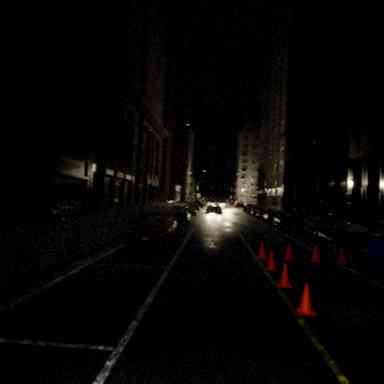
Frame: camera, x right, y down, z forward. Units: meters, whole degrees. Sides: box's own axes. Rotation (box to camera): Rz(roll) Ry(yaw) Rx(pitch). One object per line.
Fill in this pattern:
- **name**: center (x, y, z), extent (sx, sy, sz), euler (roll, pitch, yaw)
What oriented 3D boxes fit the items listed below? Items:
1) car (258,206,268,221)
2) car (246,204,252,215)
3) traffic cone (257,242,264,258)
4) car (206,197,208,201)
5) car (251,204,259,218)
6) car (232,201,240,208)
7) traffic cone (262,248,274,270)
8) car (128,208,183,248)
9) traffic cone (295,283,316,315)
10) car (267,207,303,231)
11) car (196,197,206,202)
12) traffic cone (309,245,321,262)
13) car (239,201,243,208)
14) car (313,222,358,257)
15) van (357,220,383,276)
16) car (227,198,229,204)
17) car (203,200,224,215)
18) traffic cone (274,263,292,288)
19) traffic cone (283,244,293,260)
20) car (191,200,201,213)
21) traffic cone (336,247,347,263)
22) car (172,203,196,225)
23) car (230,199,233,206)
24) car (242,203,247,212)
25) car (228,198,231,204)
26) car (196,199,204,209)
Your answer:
- **car**: center (7.829, 2.267, 31.750), extent (1.887, 1.381, 4.507), euler (3, -1, 4)
- **car**: center (8.523, 2.420, 42.977), extent (1.887, 1.381, 4.507), euler (3, -1, 4)
- **traffic cone**: center (2.684, 2.228, 12.741), extent (0.340, 0.580, 0.340), euler (3, -1, 4)
- **car**: center (2.100, 2.494, 77.181), extent (1.947, 1.339, 4.313), euler (3, -1, 4)
- **car**: center (8.176, 2.344, 37.363), extent (1.887, 1.381, 4.507), euler (3, -1, 4)
- **car**: center (10.256, 2.788, 71.045), extent (1.887, 1.381, 4.507), euler (3, -1, 4)
- **traffic cone**: center (2.561, 2.199, 10.745), extent (0.340, 0.580, 0.340), euler (3, -1, 4)
- **car**: center (-1.710, 1.644, 15.435), extent (1.887, 1.381, 4.507), euler (3, -1, 4)
- **traffic cone**: center (2.314, 2.142, 6.753), extent (0.340, 0.580, 0.340), euler (3, -1, 4)
- **car**: center (7.483, 2.195, 26.137), extent (2.008, 1.369, 4.403), euler (3, -1, 4)
- **car**: center (1.068, 2.150, 60.342), extent (1.967, 1.590, 4.097), euler (3, -1, 4)
- **traffic cone**: center (4.678, 2.319, 12.617), extent (0.340, 0.580, 0.340), euler (3, -1, 4)
- **car**: center (9.214, 2.590, 54.205), extent (1.947, 1.339, 4.313), euler (3, -1, 4)
- **car**: center (6.790, 2.037, 14.910), extent (2.008, 1.369, 4.403), euler (3, -1, 4)
- **van**: center (6.455, 1.748, 9.299), extent (1.690, 1.788, 3.998), euler (3, -1, 4)
- **car**: center (11.642, 3.082, 93.499), extent (2.008, 1.369, 4.403), euler (3, -1, 4)
- **car**: center (2.785, 2.164, 42.087), extent (1.994, 1.385, 4.181), euler (3, -1, 4)
- **traffic cone**: center (2.437, 2.171, 8.749), extent (0.340, 0.580, 0.340), euler (3, -1, 4)
- **traffic cone**: center (3.681, 2.273, 12.679), extent (0.340, 0.580, 0.340), euler (3, -1, 4)
- **car**: center (-0.334, 1.935, 37.718), extent (1.752, 1.417, 4.829), euler (3, -1, 4)
- **traffic cone**: center (5.675, 2.364, 12.555), extent (0.340, 0.580, 0.340), euler (3, -1, 4)
- **car**: center (-1.018, 1.808, 26.661), extent (2.008, 1.369, 4.403), euler (3, -1, 4)
- **car**: center (10.608, 2.756, 76.660), extent (1.967, 1.590, 4.097), euler (3, -1, 4)
- **car**: center (8.869, 2.495, 48.591), extent (1.887, 1.381, 4.507), euler (3, -1, 4)
- **car**: center (11.295, 3.004, 87.885), extent (1.887, 1.381, 4.507), euler (3, -1, 4)
- **car**: center (0.366, 2.145, 49.114), extent (1.802, 1.307, 4.206), euler (3, -1, 4)
